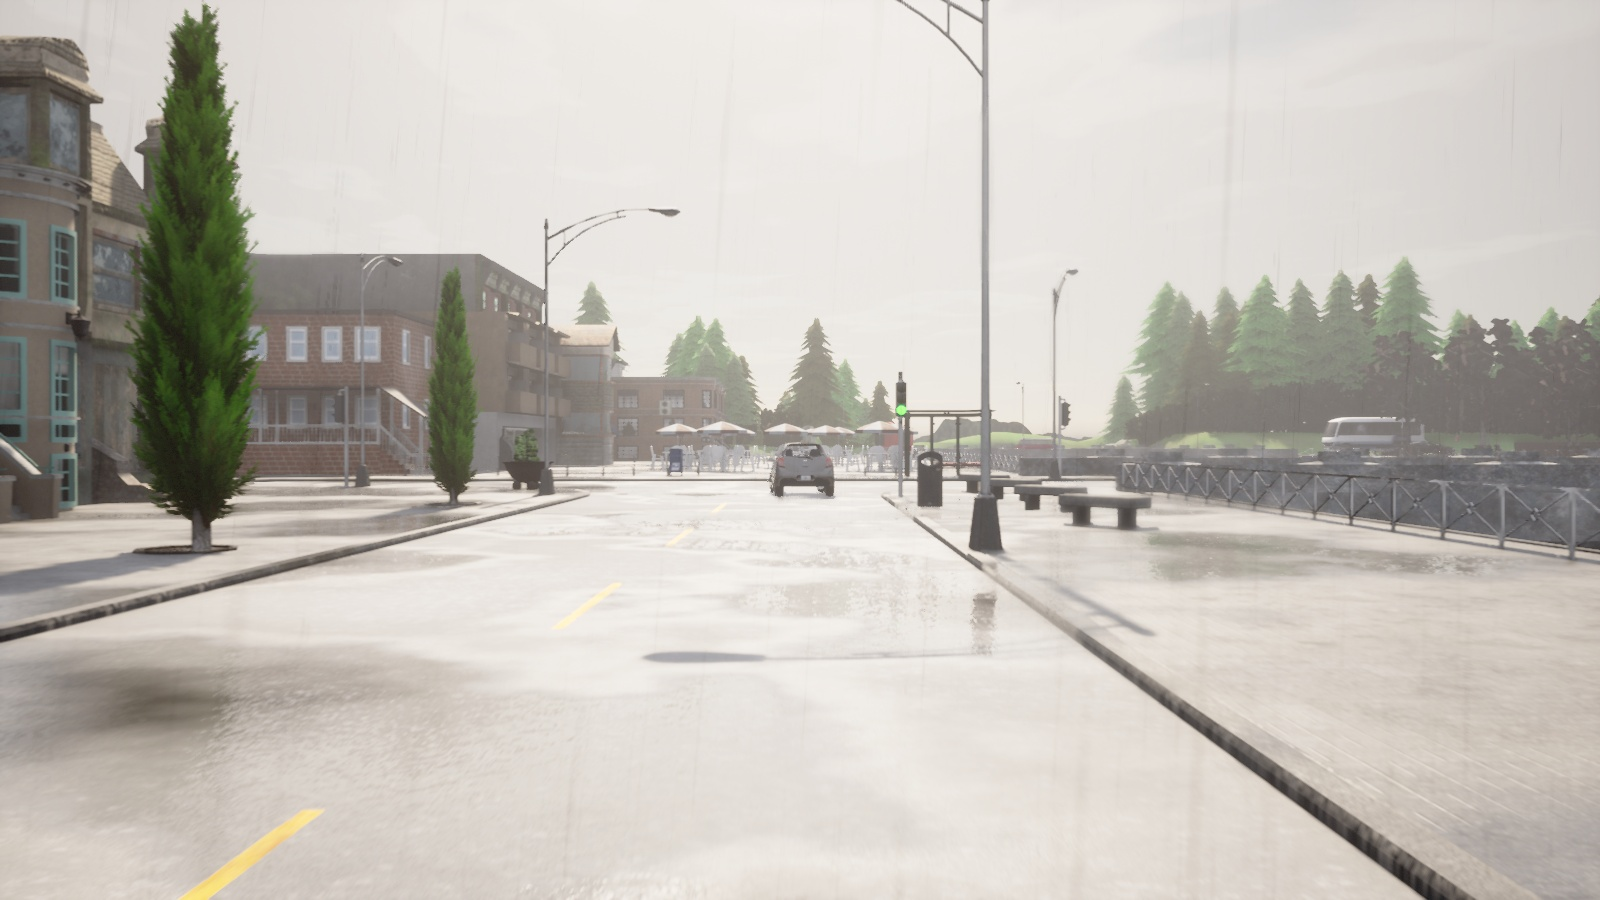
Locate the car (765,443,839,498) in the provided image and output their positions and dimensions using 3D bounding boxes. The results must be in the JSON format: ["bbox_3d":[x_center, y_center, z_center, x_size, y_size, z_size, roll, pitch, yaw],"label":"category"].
[{"bbox_3d":[0.005,0.556,36.248,1.845,1.501,3.633,0,0,-4],"label":"car"}]
